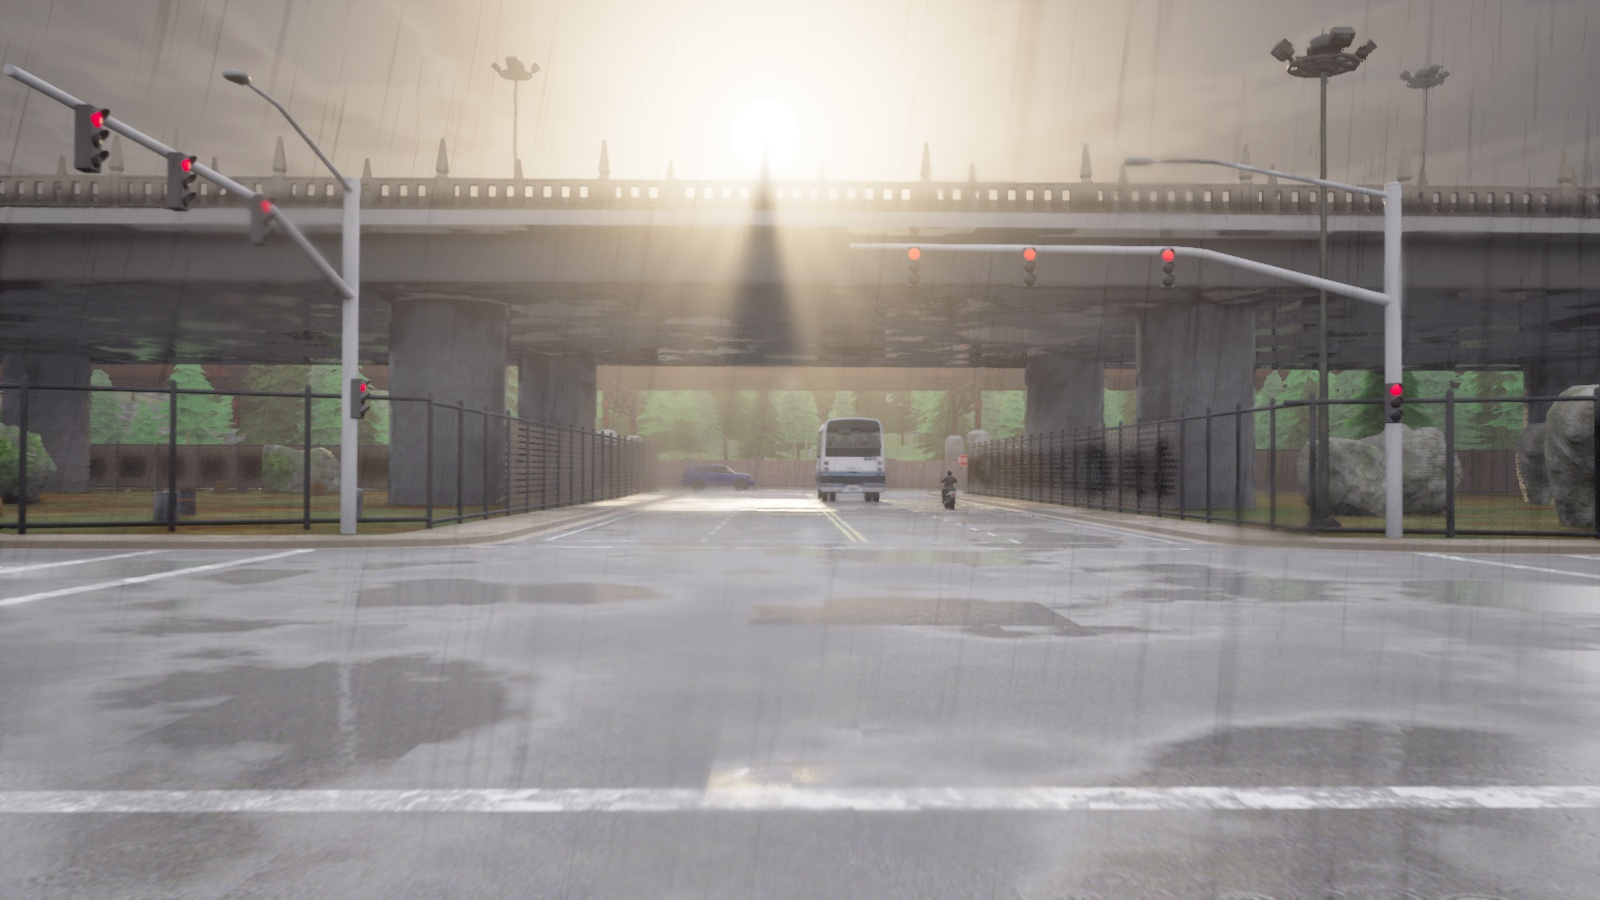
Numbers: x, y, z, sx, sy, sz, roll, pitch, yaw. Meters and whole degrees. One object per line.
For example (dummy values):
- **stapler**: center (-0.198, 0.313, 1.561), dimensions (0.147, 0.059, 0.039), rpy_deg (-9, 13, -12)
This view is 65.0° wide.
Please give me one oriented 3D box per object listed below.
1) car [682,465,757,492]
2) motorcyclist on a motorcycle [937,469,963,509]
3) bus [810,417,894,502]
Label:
- **car**: center (-6.043, 2.146, 94.870), dimensions (5.566, 2.045, 2.150), rpy_deg (0, -1, 0)
- **motorcyclist on a motorcycle**: center (6.305, 1.627, 52.960), dimensions (0.766, 1.649, 2.350), rpy_deg (0, -1, -1)
- **bus**: center (2.611, 0.561, 67.680), dimensions (3.944, 4.253, 10.273), rpy_deg (0, -1, -1)
